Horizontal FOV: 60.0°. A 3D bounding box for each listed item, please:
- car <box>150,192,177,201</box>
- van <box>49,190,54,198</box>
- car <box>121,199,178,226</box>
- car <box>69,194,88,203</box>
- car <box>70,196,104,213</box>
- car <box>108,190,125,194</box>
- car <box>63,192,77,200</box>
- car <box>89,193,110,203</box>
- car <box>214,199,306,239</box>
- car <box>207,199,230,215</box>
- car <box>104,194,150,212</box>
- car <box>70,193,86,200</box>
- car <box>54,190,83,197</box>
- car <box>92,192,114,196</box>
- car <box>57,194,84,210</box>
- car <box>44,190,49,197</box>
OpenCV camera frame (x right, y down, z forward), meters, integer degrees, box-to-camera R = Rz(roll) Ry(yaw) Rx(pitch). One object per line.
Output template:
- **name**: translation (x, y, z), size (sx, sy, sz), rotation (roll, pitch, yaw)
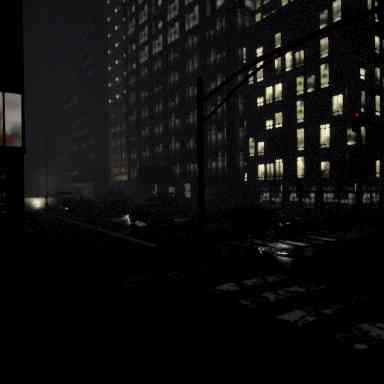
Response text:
- **car**: translation (-3.564, 0.960, 38.266), size (2.192, 1.841, 5.009), rotation (-1, 1, -35)
- **van**: translation (-32.389, 0.528, 80.061), size (1.690, 1.788, 3.998), rotation (-1, 1, -35)
- **car**: translation (-2.804, 1.453, 22.460), size (2.008, 1.369, 4.403), rotation (-1, 1, -35)
- **car**: translation (-19.242, 1.080, 56.253), size (1.895, 1.301, 4.718), rotation (-1, 1, -35)
- **car**: translation (-10.437, 1.352, 33.478), size (1.947, 1.339, 4.313), rotation (-1, 1, -35)
- **car**: translation (-11.936, 0.730, 51.120), size (2.150, 2.045, 5.566), rotation (-1, 1, -35)
- **car**: translation (-25.984, 0.730, 70.775), size (1.967, 1.590, 4.097), rotation (-1, 1, -35)
- **car**: translation (-15.864, 0.916, 56.880), size (1.882, 1.535, 5.008), rotation (-1, 1, -35)
- **car**: translation (3.621, 1.408, 17.637), size (1.882, 1.535, 5.008), rotation (-1, 1, -35)
- **car**: translation (3.189, 1.275, 28.412), size (1.752, 1.417, 4.829), rotation (-1, 1, -35)
- **car**: translation (-6.366, 1.264, 32.124), size (2.128, 1.511, 4.902), rotation (-1, 1, -35)
- **car**: translation (-22.781, 0.886, 66.132), size (1.887, 1.381, 4.507), rotation (-1, 1, -35)
- **car**: translation (-18.759, 0.782, 50.254), size (2.150, 2.045, 5.566), rotation (-1, 1, -34)
- **car**: translation (-13.722, 1.113, 48.335), size (2.033, 1.411, 5.357), rotation (-1, 1, -34)
- **car**: translation (-13.641, 1.287, 38.123), size (2.008, 1.369, 4.403), rotation (-1, 1, -35)
- **car**: translation (-35.592, 0.686, 84.707), size (2.008, 1.369, 4.403), rotation (-1, 1, -35)
